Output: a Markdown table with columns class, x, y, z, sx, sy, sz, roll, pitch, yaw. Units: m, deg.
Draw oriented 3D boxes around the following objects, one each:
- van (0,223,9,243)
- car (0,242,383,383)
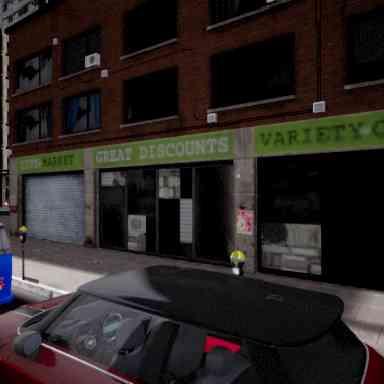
| class | x | y | z | sx | sy | sz | roll | pitch | yaw |
| --- | --- | --- | --- | --- | --- | --- | --- | --- | --- |
| van | -5.087 | 1.343 | 6.361 | 3.998 | 1.788 | 1.690 | 0 | 0 | 36 |
| car | -0.457 | 1.440 | 3.053 | 4.097 | 1.590 | 1.967 | 0 | 0 | 36 |
